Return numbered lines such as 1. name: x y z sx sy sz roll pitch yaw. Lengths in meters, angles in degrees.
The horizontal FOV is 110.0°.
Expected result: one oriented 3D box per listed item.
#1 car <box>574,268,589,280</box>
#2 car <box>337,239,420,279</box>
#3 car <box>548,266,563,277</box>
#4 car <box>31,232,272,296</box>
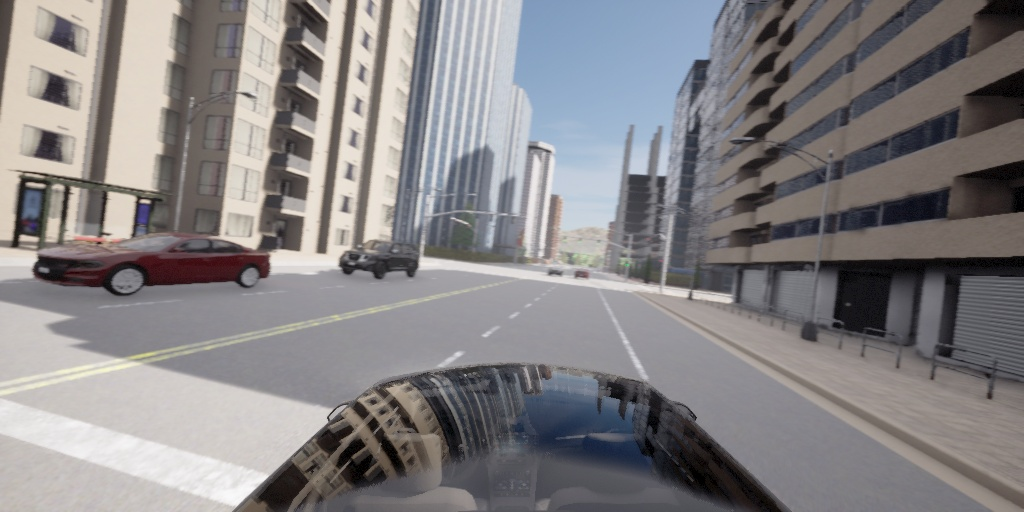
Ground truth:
1. car: 9.918 2.476 50.931 1.882 1.535 5.008 7 0 12
2. car: -7.154 0.097 20.111 2.150 2.045 5.566 7 0 12
3. car: 6.145 2.135 49.873 1.895 1.301 4.718 7 0 12
4. car: -9.274 0.088 9.947 1.882 1.535 5.008 7 0 12
